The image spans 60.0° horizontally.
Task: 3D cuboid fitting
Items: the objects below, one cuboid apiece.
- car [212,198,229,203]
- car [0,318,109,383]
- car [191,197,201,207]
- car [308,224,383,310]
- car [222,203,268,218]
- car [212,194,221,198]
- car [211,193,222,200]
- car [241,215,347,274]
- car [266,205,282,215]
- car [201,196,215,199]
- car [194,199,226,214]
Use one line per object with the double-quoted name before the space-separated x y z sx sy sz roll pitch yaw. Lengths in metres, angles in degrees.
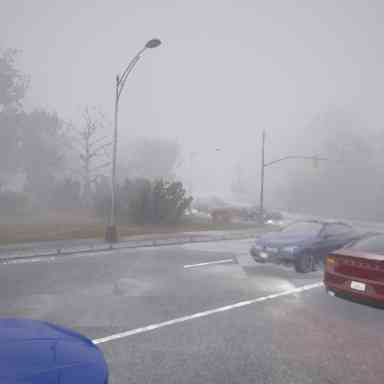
"car" 4.620 2.103 46.472 2.033 1.411 5.357 3 1 -18
"car" -2.899 1.478 1.675 5.008 1.535 1.882 0 0 -36
"car" -0.662 1.701 52.344 2.128 1.511 4.902 2 1 -15
"car" 4.959 1.554 7.317 5.008 1.535 1.882 1 -1 -35
"car" 5.407 2.168 34.585 1.895 1.301 4.718 3 -1 -23
"car" 4.459 1.644 62.156 2.128 1.511 4.902 2 2 -11
"car" 5.851 1.104 79.146 2.033 1.411 5.357 2 2 -1
"car" 4.040 1.628 10.990 4.674 1.442 1.812 1 -1 -33
"car" 8.096 2.214 37.261 1.837 1.490 4.892 3 -1 -21
"car" 1.904 1.728 56.498 1.837 1.490 4.892 2 2 -12
"car" 2.249 2.034 42.784 1.994 1.385 4.181 3 0 -19
